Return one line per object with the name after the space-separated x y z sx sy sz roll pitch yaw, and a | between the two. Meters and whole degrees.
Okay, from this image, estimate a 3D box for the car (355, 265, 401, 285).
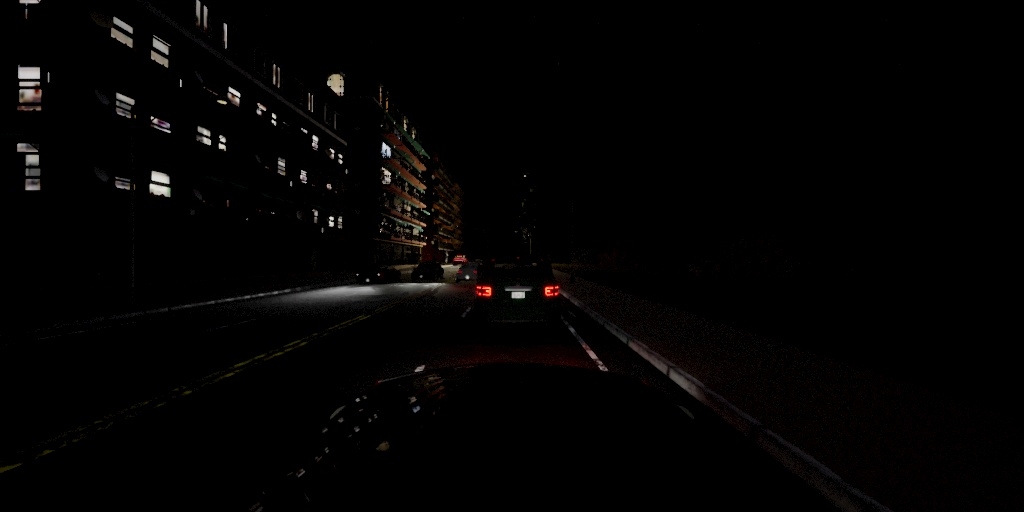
-9.846 1.354 26.685 1.895 1.301 4.718 0 0 0 | car

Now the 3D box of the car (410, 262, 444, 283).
-6.596 1.258 28.382 1.837 1.490 4.892 0 0 0 | car

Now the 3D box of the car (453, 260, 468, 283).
-3.145 1.280 27.644 1.812 1.442 4.674 0 0 0 | car

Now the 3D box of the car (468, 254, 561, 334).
0.103 0.973 10.755 2.150 2.045 5.566 0 0 -1 | car

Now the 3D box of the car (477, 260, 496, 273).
-3.139 1.244 45.294 2.128 1.511 4.902 0 0 0 | car
